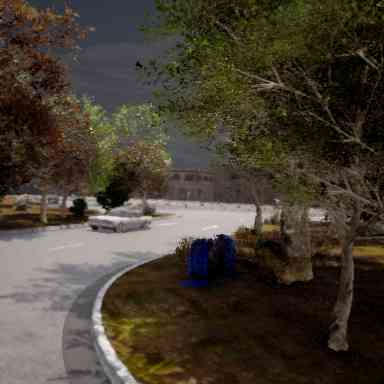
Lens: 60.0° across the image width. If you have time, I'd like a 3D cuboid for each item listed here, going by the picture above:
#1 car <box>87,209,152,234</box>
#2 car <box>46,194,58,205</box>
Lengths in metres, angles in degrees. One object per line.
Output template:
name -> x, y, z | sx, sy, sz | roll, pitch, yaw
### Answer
car -> -4.389, 1.753, 20.850 | 1.895, 1.301, 4.718 | 4, 0, 22
car -> -20.265, 1.028, 47.604 | 1.837, 1.490, 4.892 | 3, -1, -25
